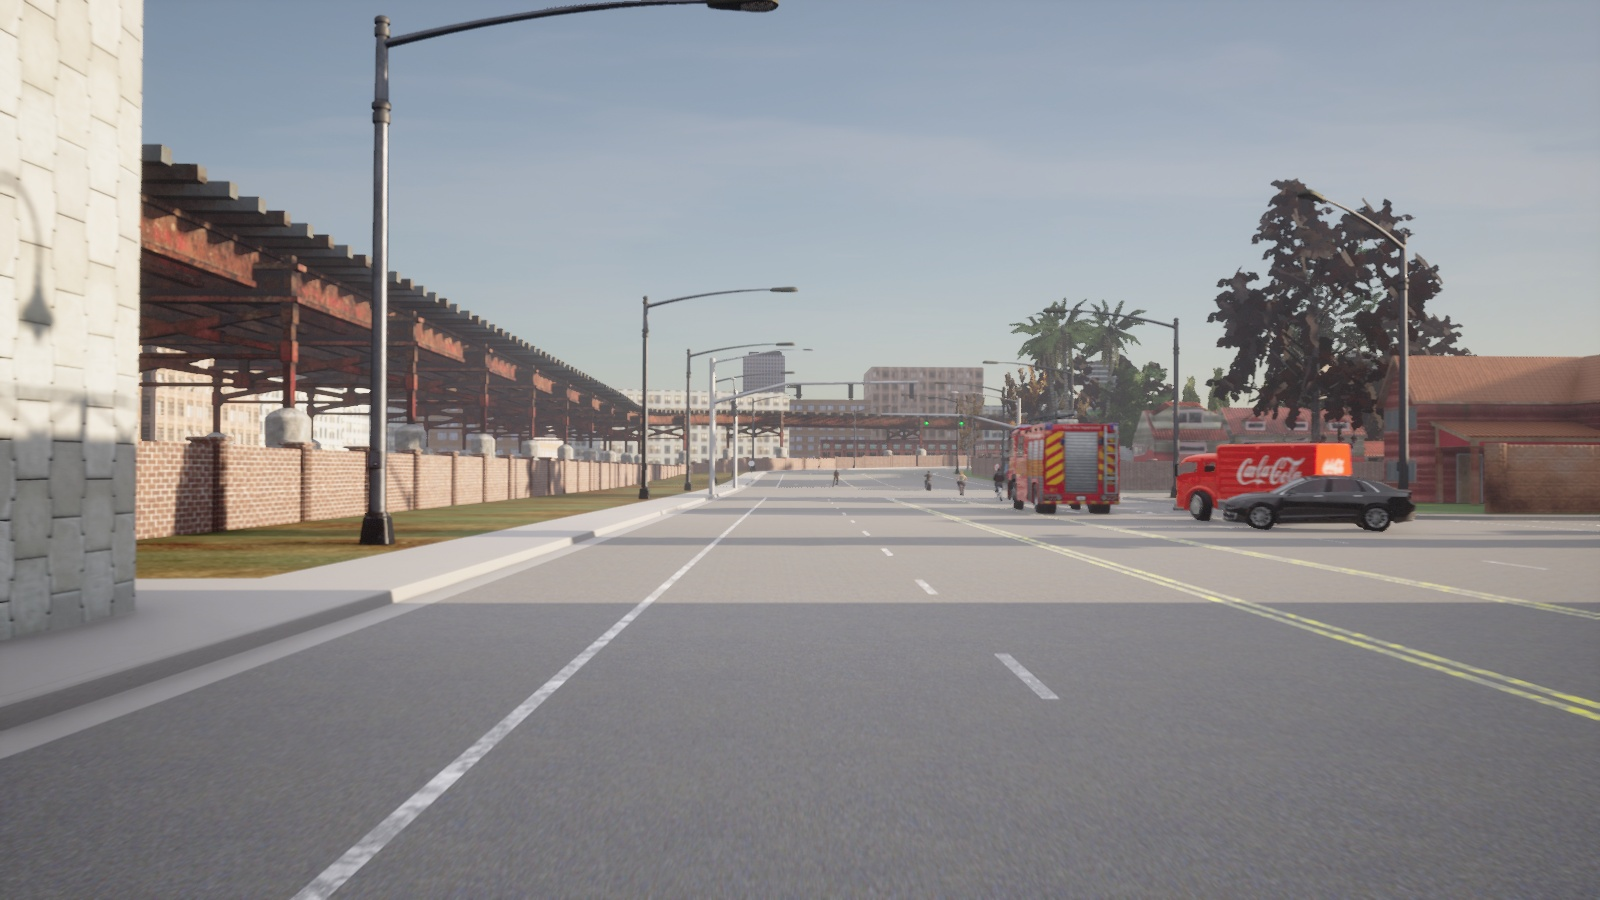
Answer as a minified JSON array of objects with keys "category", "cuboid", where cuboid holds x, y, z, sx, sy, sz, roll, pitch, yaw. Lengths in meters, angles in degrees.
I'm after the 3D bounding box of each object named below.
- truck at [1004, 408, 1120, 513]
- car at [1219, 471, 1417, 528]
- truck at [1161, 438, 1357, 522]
[{"category":"truck","cuboid":[10.311,0.452,50.401,2.891,3.827,8.468,0,-1,0]},{"category":"car","cuboid":[14.174,1.343,34.661,4.892,1.490,1.837,-1,-1,17]},{"category":"truck","cuboid":[14.553,0.935,40.084,2.627,2.467,5.204,-1,-1,-37]}]
